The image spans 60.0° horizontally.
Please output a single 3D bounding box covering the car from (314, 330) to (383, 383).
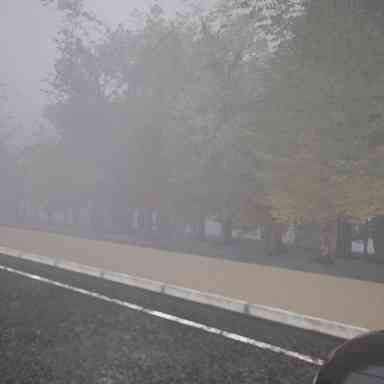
[{"bbox_3d":[3.075,1.512,1.486,4.902,1.511,2.128,1,0,36],"label":"car"}]
